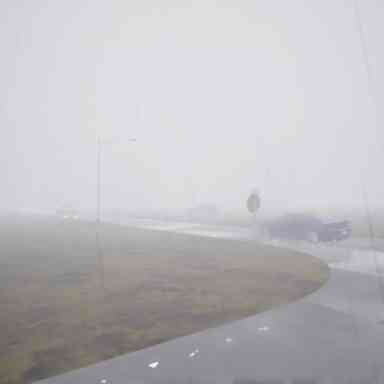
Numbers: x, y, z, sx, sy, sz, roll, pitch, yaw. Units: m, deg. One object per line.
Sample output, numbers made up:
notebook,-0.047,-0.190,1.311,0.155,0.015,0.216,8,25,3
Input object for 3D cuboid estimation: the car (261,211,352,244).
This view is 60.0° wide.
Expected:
car,5.677,1.751,17.242,1.882,1.535,5.008,-3,0,-31

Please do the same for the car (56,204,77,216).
car,-18.827,2.583,49.894,2.097,1.767,4.553,1,-2,-36

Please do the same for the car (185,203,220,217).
car,1.302,2.240,43.421,4.553,1.767,2.097,-1,0,35
